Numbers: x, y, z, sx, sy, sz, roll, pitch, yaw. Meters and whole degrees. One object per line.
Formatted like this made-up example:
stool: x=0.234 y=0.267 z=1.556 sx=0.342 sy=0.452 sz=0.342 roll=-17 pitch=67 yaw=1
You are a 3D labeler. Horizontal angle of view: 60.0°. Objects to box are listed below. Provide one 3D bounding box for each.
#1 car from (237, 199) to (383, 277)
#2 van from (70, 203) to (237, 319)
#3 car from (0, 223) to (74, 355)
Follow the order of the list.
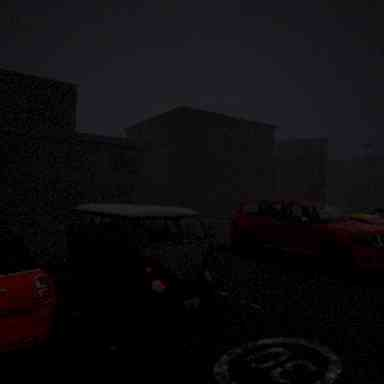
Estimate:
car: x=3.702 y=1.282 z=10.996 sx=2.435 sy=2.045 sz=5.566 roll=1 pitch=0 yaw=-36
van: x=-1.285 y=1.265 z=7.324 sx=1.878 sy=1.987 sz=4.442 roll=0 pitch=0 yaw=-36
car: x=-3.808 y=1.354 z=5.629 sx=2.185 sy=1.767 sz=4.553 roll=0 pitch=0 yaw=-36
